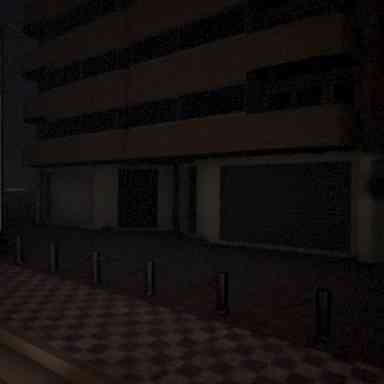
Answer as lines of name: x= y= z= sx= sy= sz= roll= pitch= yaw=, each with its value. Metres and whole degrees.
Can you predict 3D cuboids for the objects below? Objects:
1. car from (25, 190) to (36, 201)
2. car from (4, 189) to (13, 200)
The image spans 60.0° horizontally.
car: x=-29.626 y=0.771 z=64.811 sx=1.970 sy=1.475 sz=3.806 roll=1 pitch=0 yaw=35
car: x=-43.487 y=0.342 z=74.470 sx=1.932 sy=1.855 sz=4.605 roll=1 pitch=0 yaw=35
